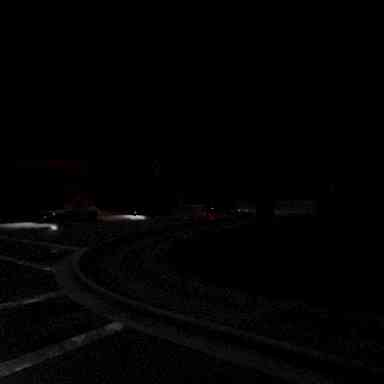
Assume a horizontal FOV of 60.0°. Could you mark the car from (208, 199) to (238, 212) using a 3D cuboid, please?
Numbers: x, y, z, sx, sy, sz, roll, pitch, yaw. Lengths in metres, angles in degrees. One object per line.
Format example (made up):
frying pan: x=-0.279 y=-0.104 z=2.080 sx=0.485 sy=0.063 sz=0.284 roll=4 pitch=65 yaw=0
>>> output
car: x=3.615 y=1.539 z=38.799 sx=1.837 sy=1.490 sz=4.892 roll=0 pitch=0 yaw=34

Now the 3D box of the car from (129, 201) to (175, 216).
car: x=-3.952 y=1.587 z=34.171 sx=2.033 sy=1.411 sz=5.357 roll=0 pitch=0 yaw=34

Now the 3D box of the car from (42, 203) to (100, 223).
car: x=-9.374 y=1.565 z=26.104 sx=1.812 sy=1.442 sz=4.674 roll=0 pitch=0 yaw=34
